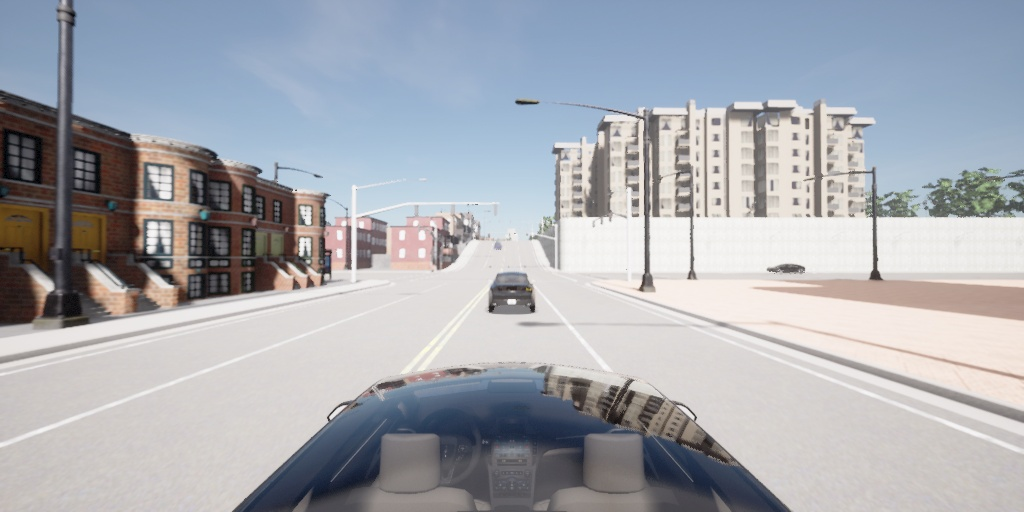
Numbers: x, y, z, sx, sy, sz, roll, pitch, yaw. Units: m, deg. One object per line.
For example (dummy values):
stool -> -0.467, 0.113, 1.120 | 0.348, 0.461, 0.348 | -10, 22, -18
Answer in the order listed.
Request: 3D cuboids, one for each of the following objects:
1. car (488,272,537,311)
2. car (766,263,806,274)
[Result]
car -> 0.008, 1.404, 15.350 | 1.837, 1.490, 4.892 | 0, 0, 0
car -> 39.158, 1.789, 51.332 | 4.892, 1.490, 1.837 | 0, -1, 1
